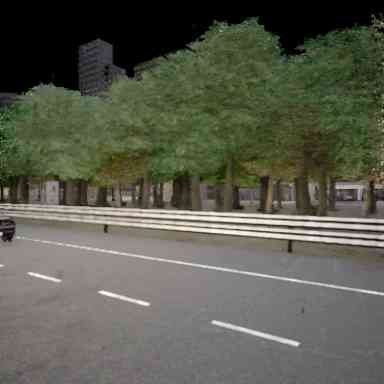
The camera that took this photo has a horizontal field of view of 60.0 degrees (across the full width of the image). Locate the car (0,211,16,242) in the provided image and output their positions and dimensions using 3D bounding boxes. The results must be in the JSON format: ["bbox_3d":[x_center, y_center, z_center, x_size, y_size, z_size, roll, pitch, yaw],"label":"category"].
[{"bbox_3d":[-9.988,1.512,15.290,4.892,1.490,1.837,0,0,35],"label":"car"}]
